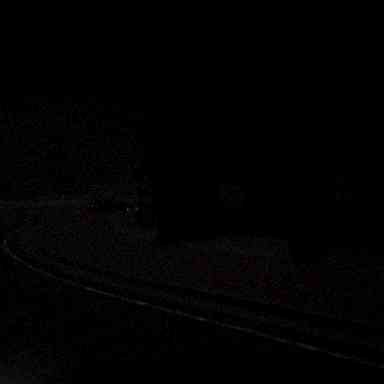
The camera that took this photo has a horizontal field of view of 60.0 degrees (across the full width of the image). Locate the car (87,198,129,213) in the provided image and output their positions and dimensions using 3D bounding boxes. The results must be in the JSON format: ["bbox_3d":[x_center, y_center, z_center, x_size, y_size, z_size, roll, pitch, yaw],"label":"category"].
[{"bbox_3d":[-9.284,1.547,37.444,2.033,1.411,5.357,0,0,31],"label":"car"}]

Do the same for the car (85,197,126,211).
[{"bbox_3d":[-10.633,1.478,41.387,1.882,1.535,5.008,0,0,31],"label":"car"}]

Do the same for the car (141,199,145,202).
[{"bbox_3d":[-5.445,1.478,49.259,1.882,1.535,5.008,0,0,35],"label":"car"}]
